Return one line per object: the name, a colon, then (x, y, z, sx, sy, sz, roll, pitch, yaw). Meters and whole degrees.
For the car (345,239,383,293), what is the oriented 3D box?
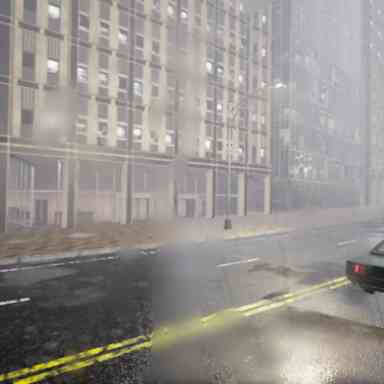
car: (5.625, 1.641, 7.774, 4.718, 1.301, 1.895, 0, 0, -38)
